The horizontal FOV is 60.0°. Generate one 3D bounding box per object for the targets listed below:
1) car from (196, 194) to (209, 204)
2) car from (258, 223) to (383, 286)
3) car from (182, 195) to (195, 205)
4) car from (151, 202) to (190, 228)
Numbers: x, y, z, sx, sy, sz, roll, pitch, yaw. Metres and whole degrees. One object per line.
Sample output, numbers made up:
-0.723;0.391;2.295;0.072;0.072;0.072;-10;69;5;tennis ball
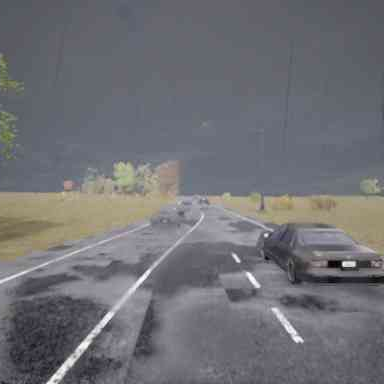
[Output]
2.424;1.706;71.728;2.097;1.767;4.553;0;0;-1;car
3.325;1.605;9.641;2.033;1.411;5.357;0;0;-1;car
-0.972;1.782;64.528;1.882;1.535;5.008;0;0;-1;car
-1.546;1.668;23.134;1.994;1.385;4.181;0;0;6;car
